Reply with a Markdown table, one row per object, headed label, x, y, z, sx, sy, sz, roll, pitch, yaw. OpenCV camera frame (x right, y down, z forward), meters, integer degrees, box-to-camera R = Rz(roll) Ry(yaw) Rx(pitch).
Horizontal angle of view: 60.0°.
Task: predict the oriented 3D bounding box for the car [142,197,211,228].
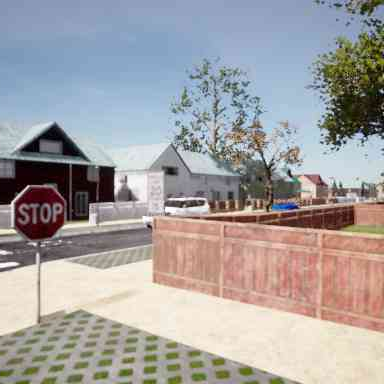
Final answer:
| label | x | y | z | sx | sy | sz | roll | pitch | yaw |
| --- | --- | --- | --- | --- | --- | --- | --- | --- | --- |
| car | -0.874 | 1.402 | 22.824 | 2.150 | 2.045 | 5.566 | 0 | -1 | 37 |

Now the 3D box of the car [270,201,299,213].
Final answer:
| label | x | y | z | sx | sy | sz | roll | pitch | yaw |
| --- | --- | --- | --- | --- | --- | --- | --- | --- | --- |
| car | 10.577 | 1.837 | 37.988 | 1.882 | 1.535 | 5.008 | 0 | 0 | 37 |
